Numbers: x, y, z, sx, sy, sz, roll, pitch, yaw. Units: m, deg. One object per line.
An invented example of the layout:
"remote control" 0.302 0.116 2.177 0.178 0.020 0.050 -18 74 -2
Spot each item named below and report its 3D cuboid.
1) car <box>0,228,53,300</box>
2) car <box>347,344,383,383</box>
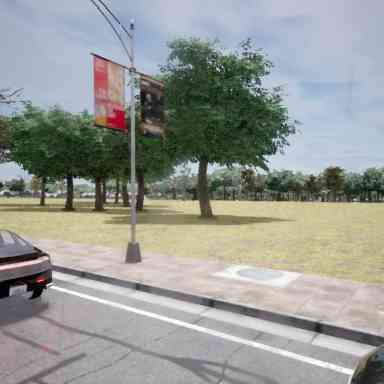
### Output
"car" -5.009 1.515 7.229 4.902 1.511 2.128 0 0 36
"car" 3.267 1.493 1.346 4.902 1.511 2.128 0 0 36
